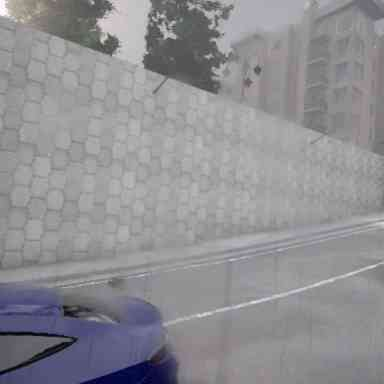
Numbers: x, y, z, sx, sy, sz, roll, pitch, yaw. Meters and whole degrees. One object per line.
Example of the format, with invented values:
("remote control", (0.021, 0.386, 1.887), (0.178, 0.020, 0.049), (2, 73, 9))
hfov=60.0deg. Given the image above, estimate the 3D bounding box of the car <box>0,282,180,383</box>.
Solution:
("car", (-2.277, 1.522, 2.383), (4.674, 1.442, 1.812), (1, 0, -35))
